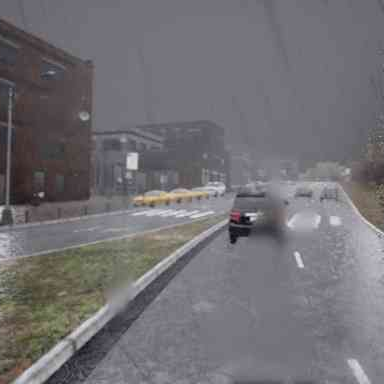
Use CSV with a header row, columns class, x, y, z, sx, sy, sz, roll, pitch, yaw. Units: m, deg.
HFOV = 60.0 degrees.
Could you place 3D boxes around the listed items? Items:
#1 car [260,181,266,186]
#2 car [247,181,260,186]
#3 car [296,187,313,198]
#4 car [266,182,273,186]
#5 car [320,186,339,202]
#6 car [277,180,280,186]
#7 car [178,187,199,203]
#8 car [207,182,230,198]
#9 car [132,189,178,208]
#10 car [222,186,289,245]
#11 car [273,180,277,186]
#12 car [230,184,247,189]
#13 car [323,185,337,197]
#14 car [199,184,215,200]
class,x,y,z,sx,sy,sz,roll,pitch,yaw
car,13.770,-1.406,72.057,2.435,2.045,5.566,1,2,23
car,11.628,-0.942,67.017,2.231,1.521,4.892,1,2,23
car,15.452,0.010,45.772,1.994,1.385,4.181,1,2,23
car,17.398,-1.517,80.754,2.231,1.521,4.892,1,2,24
car,15.608,0.302,37.918,2.033,1.411,5.357,1,2,23
car,22.374,-2.128,92.330,2.185,1.767,4.553,1,2,23
car,-1.441,0.342,36.233,1.946,1.575,5.366,1,2,23
car,2.985,-0.342,46.647,2.435,2.045,5.566,1,2,23
car,-3.607,0.557,31.157,1.946,1.575,5.366,1,2,23
car,2.985,0.967,14.548,2.150,2.045,5.566,1,2,16
car,20.133,-1.785,87.053,1.946,1.575,5.366,1,2,23
car,7.295,-0.487,56.821,2.163,1.488,4.792,1,2,23
car,20.050,-0.202,48.257,1.882,1.535,5.008,1,3,23
car,0.716,0.129,41.315,1.946,1.575,5.366,1,2,23
